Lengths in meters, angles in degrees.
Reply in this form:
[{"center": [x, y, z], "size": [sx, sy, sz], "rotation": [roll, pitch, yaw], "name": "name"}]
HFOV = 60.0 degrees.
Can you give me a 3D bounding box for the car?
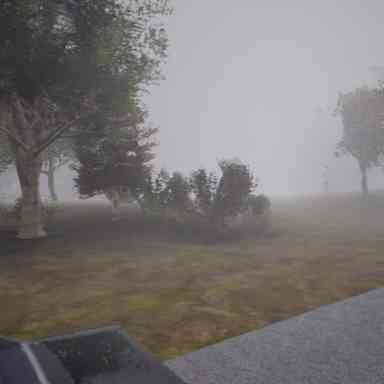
[{"center": [-2.146, 1.593, 1.480], "size": [4.718, 1.301, 1.895], "rotation": [0, 0, -36], "name": "car"}]
